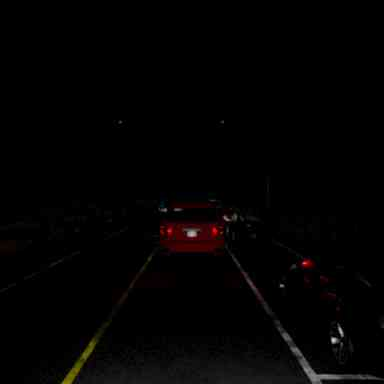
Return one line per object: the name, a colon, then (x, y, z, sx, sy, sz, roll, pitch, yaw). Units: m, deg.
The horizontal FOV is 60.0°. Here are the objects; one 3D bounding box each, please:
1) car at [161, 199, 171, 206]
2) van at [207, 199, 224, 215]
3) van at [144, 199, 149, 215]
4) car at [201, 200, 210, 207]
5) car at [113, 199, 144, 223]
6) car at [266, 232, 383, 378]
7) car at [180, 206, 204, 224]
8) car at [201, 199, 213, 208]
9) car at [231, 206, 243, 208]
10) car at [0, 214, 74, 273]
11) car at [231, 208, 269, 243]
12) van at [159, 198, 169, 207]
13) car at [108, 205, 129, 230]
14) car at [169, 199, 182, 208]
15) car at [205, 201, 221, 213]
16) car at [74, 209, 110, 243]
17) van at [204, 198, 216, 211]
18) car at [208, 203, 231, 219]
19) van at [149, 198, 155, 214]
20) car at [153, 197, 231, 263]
car: (-5.765, 2.285, 73.522, 1.752, 1.417, 4.829, 0, -1, 0)
van: (2.760, 1.745, 39.642, 1.690, 1.788, 3.998, 0, -1, 0)
van: (-5.765, 1.686, 33.955, 1.690, 1.788, 3.998, 0, -1, 0)
car: (2.760, 2.283, 68.025, 1.802, 1.307, 4.206, 0, -1, 0)
car: (-5.765, 1.602, 28.277, 2.192, 1.841, 5.009, 0, -1, 0)
car: (2.761, 1.623, 5.575, 1.947, 1.339, 4.313, 0, -1, 0)
car: (0.016, 1.888, 28.256, 1.895, 1.301, 4.718, 0, -1, 0)
car: (2.760, 2.081, 62.349, 1.967, 1.590, 4.097, 0, -1, 0)
car: (2.761, 1.670, 22.607, 1.967, 1.590, 4.097, 0, -1, 0)
car: (-5.764, 1.638, 11.074, 1.752, 1.417, 4.829, 0, -1, 0)
car: (2.761, 1.723, 16.929, 2.008, 1.369, 4.403, 0, -1, 0)
van: (-5.765, 2.042, 68.017, 1.690, 1.788, 3.998, 0, -1, 0)
car: (-5.764, 1.811, 22.598, 1.802, 1.307, 4.206, 0, -1, 0)
car: (-3.040, 2.129, 61.833, 2.128, 1.511, 4.902, 0, -1, 1)
car: (2.761, 2.008, 45.316, 1.887, 1.381, 4.507, 0, -1, 0)
car: (-5.764, 1.754, 16.921, 1.802, 1.307, 4.206, 0, -1, 0)
van: (2.760, 1.863, 50.996, 1.690, 1.788, 3.998, 0, -1, 0)
car: (2.761, 1.896, 33.962, 2.008, 1.369, 4.403, 0, -1, 0)
van: (-5.765, 1.745, 39.632, 1.690, 1.788, 3.998, 0, -1, 0)
car: (0.009, 1.353, 12.600, 2.150, 2.045, 5.566, 0, 0, 0)
